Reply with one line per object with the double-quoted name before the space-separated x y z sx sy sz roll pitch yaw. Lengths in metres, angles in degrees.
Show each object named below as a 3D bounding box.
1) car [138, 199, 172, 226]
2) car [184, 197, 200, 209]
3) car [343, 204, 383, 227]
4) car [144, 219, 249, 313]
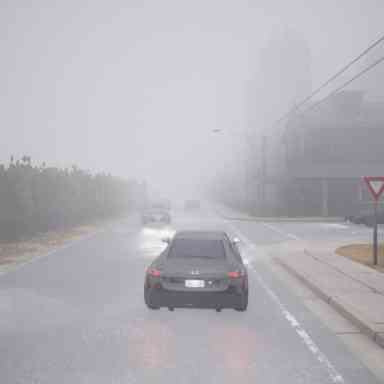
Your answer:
"car" -2.810 1.487 23.820 2.128 1.511 4.902 0 0 -14
"car" 0.010 1.478 44.342 1.882 1.535 5.008 0 0 -4
"car" 12.940 1.521 21.905 5.357 1.411 2.033 0 0 0
"car" 0.197 1.564 7.796 1.994 1.385 4.181 0 0 4
